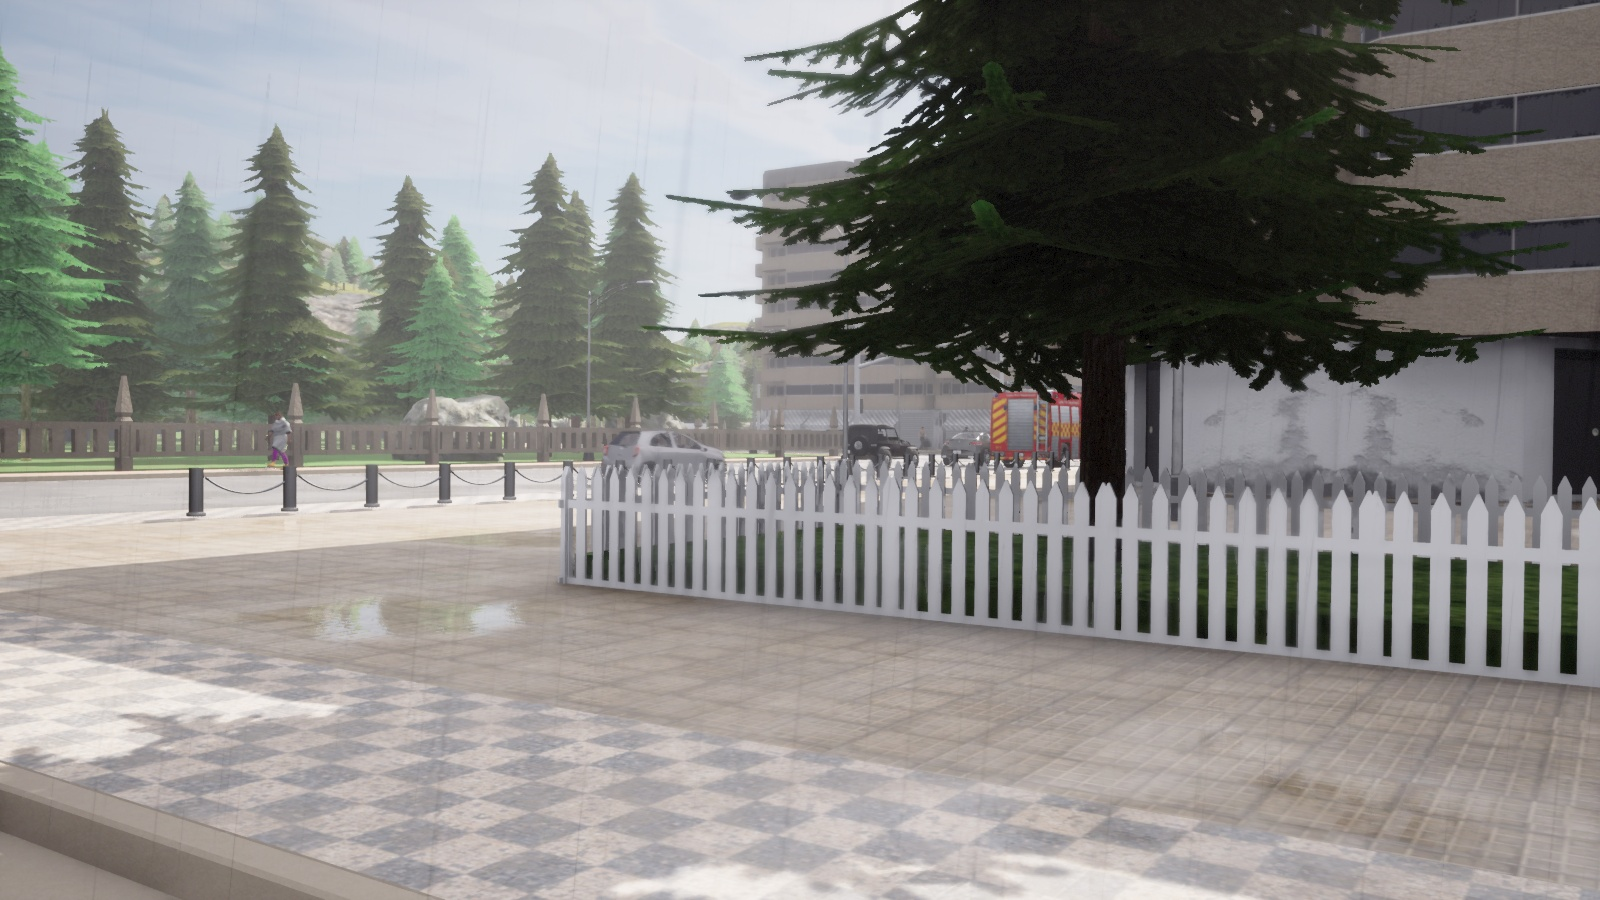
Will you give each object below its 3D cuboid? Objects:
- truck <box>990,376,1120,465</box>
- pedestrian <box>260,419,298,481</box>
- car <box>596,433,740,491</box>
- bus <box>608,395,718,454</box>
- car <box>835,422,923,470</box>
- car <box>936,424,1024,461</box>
[{"bbox_3d":[11.907,-1.332,57.943,2.891,3.827,8.468,0,1,34],"label":"truck"},{"bbox_3d":[-16.494,-0.003,39.755,0.659,1.952,0.873,0,1,33],"label":"pedestrian"},{"bbox_3d":[-3.635,0.301,34.922,1.845,1.501,3.633,0,1,43],"label":"car"},{"bbox_3d":[-10.553,-1.909,95.529,3.944,4.253,10.273,-1,1,-34],"label":"bus"},{"bbox_3d":[3.255,-0.201,51.220,1.905,1.878,3.866,0,1,33],"label":"car"},{"bbox_3d":[8.525,-0.375,59.174,2.152,1.651,5.027,0,1,34],"label":"car"}]
